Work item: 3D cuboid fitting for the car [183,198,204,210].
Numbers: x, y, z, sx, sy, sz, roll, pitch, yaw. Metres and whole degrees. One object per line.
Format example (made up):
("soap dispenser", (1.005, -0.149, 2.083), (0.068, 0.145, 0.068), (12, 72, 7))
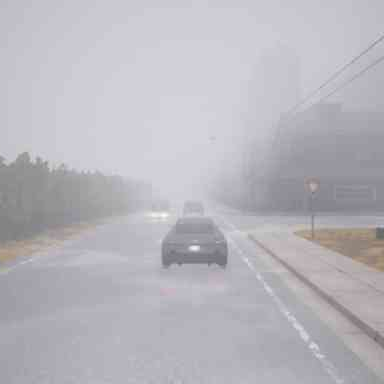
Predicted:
("car", (0.116, 1.367, 32.617), (1.882, 1.535, 5.008), (0, 0, 0))

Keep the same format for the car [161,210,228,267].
("car", (0.090, 1.527, 11.248), (1.994, 1.385, 4.181), (0, 0, 0))

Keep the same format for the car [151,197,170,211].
("car", (-3.555, 1.367, 37.958), (2.128, 1.511, 4.902), (0, 0, 0))
